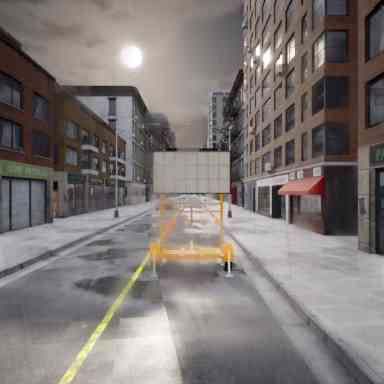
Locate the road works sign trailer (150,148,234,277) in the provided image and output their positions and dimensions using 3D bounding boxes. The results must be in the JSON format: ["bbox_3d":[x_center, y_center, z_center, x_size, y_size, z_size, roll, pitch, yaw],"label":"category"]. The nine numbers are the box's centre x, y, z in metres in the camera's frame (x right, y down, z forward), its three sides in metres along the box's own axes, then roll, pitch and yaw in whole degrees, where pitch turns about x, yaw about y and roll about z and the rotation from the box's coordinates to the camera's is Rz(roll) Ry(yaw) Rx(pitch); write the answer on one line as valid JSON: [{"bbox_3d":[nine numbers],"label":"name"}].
[{"bbox_3d":[-0.008,0.465,10.225,2.380,3.560,2.880,0,0,0],"label":"road works sign trailer"}]

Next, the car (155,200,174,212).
[{"bbox_3d":[-3.136,1.619,38.393,1.895,1.301,4.718,0,0,0],"label":"car"}]
